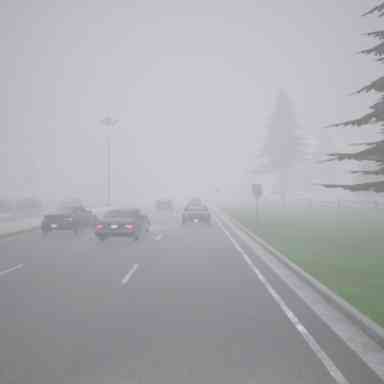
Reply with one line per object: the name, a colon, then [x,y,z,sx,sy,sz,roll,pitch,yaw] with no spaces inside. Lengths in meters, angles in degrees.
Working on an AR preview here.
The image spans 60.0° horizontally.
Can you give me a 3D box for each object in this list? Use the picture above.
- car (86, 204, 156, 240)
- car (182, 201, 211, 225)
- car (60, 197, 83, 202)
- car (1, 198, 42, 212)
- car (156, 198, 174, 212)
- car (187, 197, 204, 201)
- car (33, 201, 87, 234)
car: [-3.269,1.505,16.554,2.033,1.411,5.357,0,0,0]
car: [0.291,1.545,23.646,1.895,1.301,4.718,0,0,0]
car: [-14.770,1.369,40.543,1.882,1.535,5.008,0,0,0]
car: [-18.298,1.390,36.628,2.128,1.511,4.902,0,0,0]
car: [-3.084,1.385,38.256,1.882,1.535,5.008,0,0,0]
car: [0.441,1.400,43.655,1.837,1.490,4.892,0,-1,0]
car: [-6.748,1.476,18.619,1.812,1.442,4.674,0,0,0]
